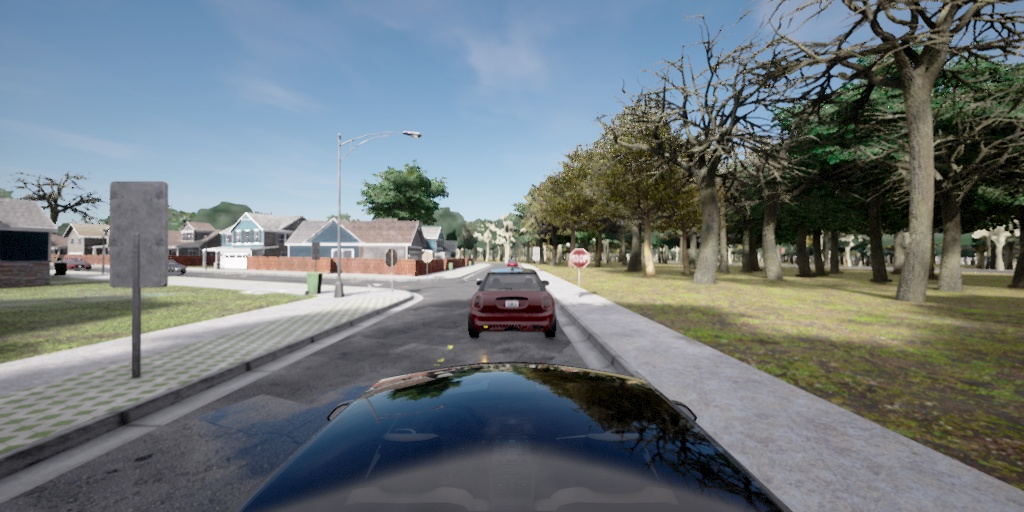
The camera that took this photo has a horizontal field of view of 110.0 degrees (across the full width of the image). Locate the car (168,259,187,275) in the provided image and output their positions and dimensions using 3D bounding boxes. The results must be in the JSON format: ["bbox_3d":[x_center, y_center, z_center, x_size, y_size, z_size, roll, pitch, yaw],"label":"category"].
[{"bbox_3d":[-31.891,1.003,32.729,4.902,1.511,2.128,1,0,23],"label":"car"}]

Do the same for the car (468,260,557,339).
[{"bbox_3d":[0.020,1.116,10.294,2.097,1.767,4.553,0,0,0],"label":"car"}]

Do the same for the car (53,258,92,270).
[{"bbox_3d":[-49.628,0.968,40.471,4.181,1.385,1.994,0,0,23],"label":"car"}]
